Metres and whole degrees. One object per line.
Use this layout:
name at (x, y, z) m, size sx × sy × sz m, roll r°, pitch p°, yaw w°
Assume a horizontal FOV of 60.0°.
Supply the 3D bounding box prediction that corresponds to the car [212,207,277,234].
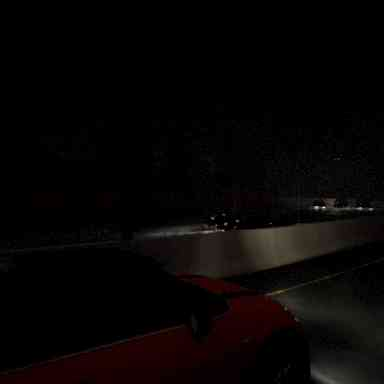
car at (3.372, 1.707, 20.889) m, size 4.181 × 1.385 × 1.994 m, roll 1°, pitch 0°, yaw -45°

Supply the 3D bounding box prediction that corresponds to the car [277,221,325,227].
car at (5.999, 1.709, 18.581) m, size 4.181 × 1.385 × 1.994 m, roll 1°, pitch 0°, yaw -45°

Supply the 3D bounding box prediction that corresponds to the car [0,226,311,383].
car at (-0.866, 1.366, 3.241) m, size 4.553 × 1.767 × 2.097 m, roll 0°, pitch 0°, yaw -37°
